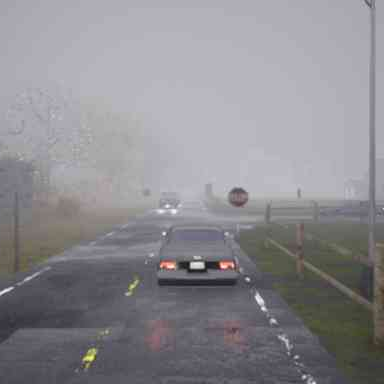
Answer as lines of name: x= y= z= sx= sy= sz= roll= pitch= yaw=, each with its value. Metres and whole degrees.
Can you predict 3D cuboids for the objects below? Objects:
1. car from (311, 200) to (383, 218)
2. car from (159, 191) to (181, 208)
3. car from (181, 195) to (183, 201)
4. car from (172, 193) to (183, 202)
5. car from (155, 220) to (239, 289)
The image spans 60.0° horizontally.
car: x=12.350 y=1.303 z=26.316 sx=5.357 sy=1.411 sz=2.033 roll=0 pitch=0 yaw=-2
car: x=-2.836 y=0.896 z=41.622 sx=2.150 sy=2.045 sz=5.566 roll=0 pitch=1 yaw=0
car: x=-2.808 y=1.063 z=51.739 sx=1.882 sy=1.535 sz=5.008 roll=0 pitch=1 yaw=1
car: x=-2.765 y=0.989 z=62.832 sx=1.837 sy=1.490 sz=4.892 roll=0 pitch=0 yaw=1
car: x=0.100 y=1.480 z=9.093 sx=2.033 sy=1.411 sz=5.357 roll=0 pitch=0 yaw=0
